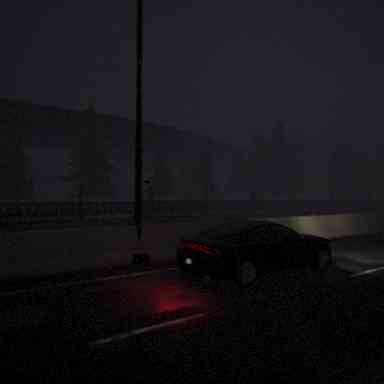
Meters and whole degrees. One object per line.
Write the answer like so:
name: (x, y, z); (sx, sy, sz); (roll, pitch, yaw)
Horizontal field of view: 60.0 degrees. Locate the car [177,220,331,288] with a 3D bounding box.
car: (1.953, 1.530, 9.500); (5.008, 1.535, 1.882); (0, 0, -35)
